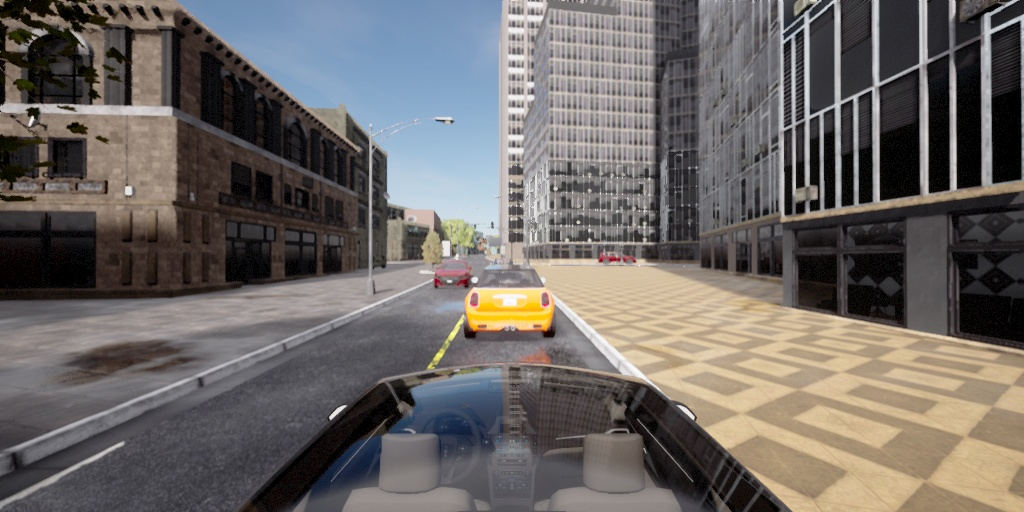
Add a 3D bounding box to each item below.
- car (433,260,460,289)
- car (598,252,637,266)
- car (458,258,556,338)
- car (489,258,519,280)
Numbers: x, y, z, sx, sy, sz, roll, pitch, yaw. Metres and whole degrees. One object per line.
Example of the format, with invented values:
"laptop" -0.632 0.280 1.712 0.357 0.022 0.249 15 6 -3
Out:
"car" -3.288 0.991 20.800 1.882 1.535 5.008 0 1 -2
"car" 14.172 0.368 48.439 5.009 1.841 2.192 0 0 15
"car" -0.085 1.001 9.954 2.097 1.767 4.553 0 1 -1
"car" -0.706 0.919 27.979 2.128 1.511 4.902 0 1 -3
